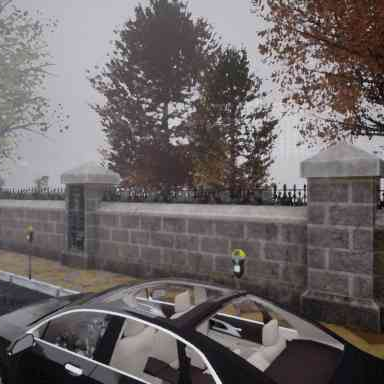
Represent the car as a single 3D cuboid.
[{"bbox_3d":[-0.428,1.551,3.183,4.403,1.369,2.008,0,0,36],"label":"car"}]
